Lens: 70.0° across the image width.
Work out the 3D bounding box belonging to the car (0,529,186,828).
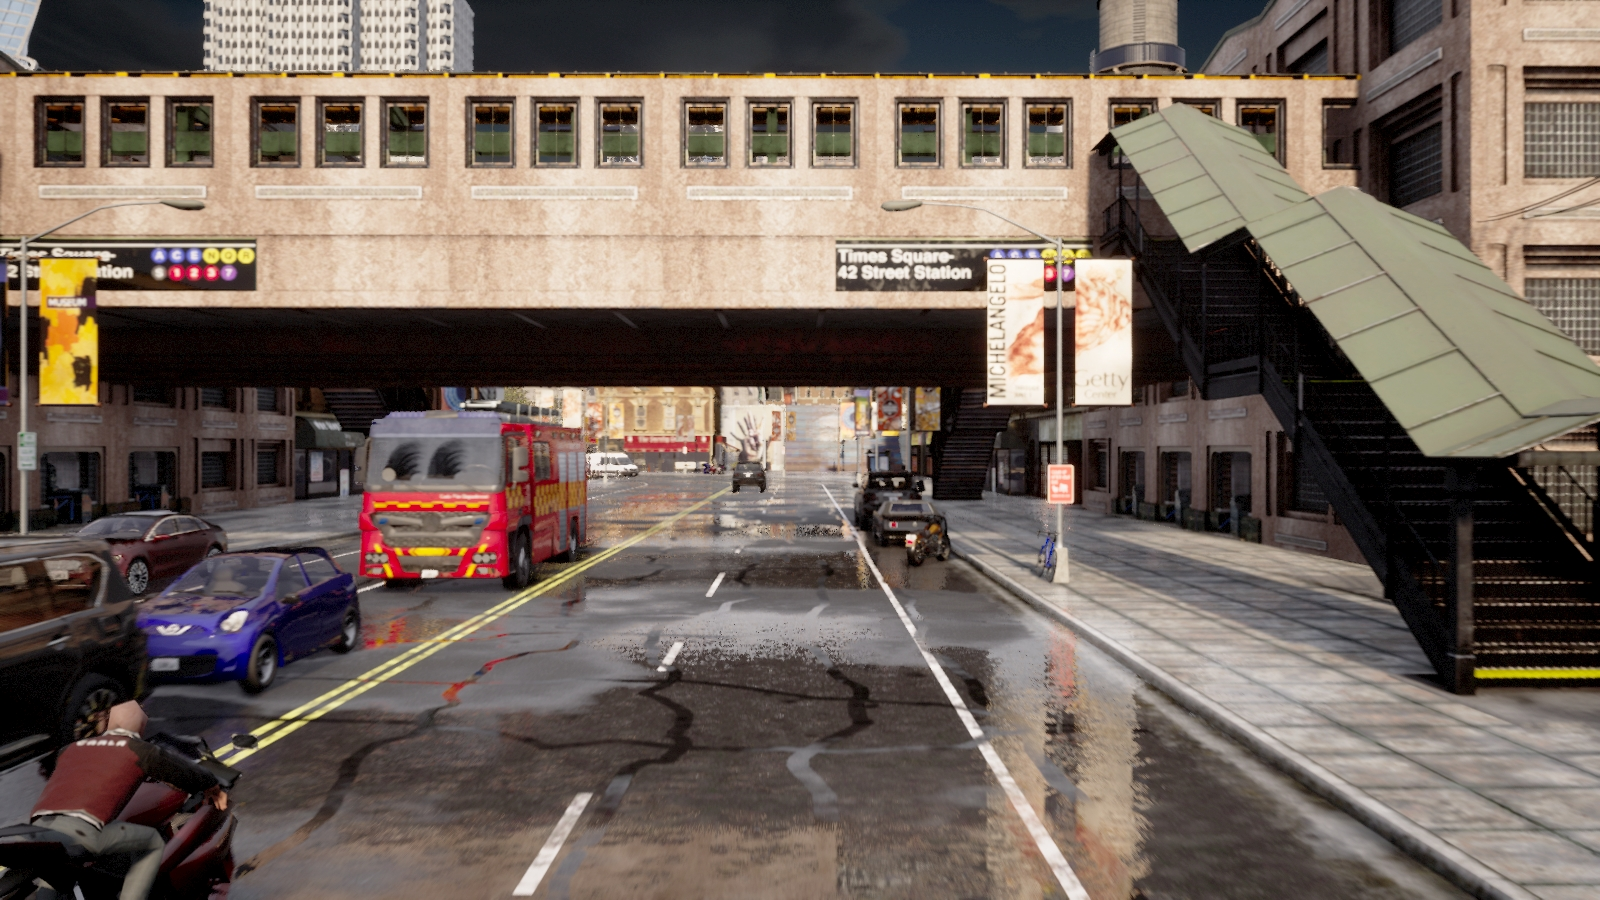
[{"bbox_3d":[-7.004,1.780,8.242,2.150,2.045,5.566,0,0,0],"label":"car"}]

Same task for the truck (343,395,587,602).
[{"bbox_3d":[-6.978,0.891,25.334,2.891,3.827,8.468,0,0,0],"label":"truck"}]

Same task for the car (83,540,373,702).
[{"bbox_3d":[-6.999,2.038,14.435,1.845,1.501,3.633,0,0,0],"label":"car"}]

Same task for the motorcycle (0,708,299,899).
[{"bbox_3d":[-3.501,2.205,5.888,0.867,1.251,2.209,0,0,0],"label":"motorcycle"}]

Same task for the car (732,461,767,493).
[{"bbox_3d":[-3.399,1.780,77.420,2.150,2.045,5.566,0,0,0],"label":"car"}]
